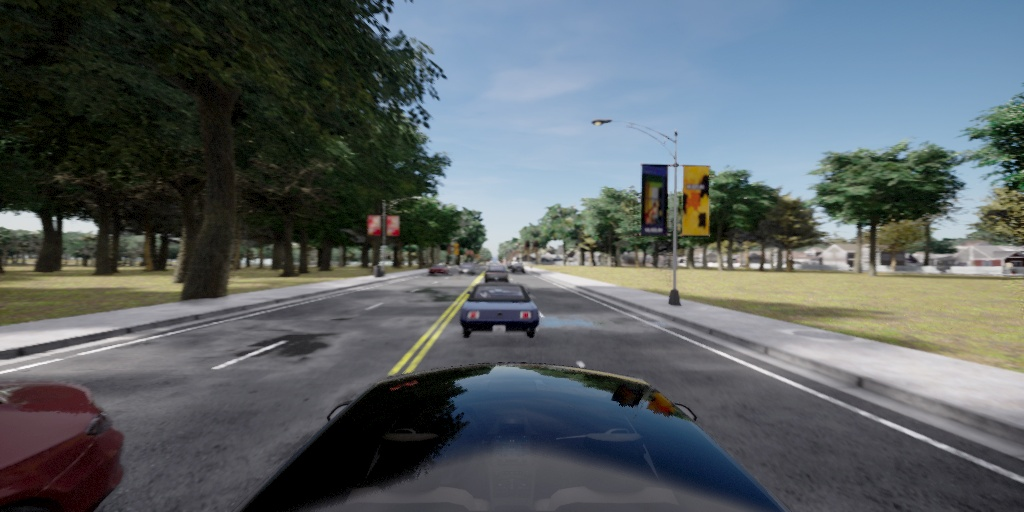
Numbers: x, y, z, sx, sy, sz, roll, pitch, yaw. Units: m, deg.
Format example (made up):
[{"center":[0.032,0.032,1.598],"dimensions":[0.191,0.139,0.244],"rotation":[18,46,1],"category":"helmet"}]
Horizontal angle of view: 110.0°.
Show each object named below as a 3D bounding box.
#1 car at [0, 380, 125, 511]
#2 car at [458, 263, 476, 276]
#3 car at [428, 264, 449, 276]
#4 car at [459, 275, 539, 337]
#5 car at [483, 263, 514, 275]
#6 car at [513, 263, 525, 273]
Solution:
[{"center":[-3.369,1.223,0.404],"dimensions":[1.812,1.442,4.674],"rotation":[1,0,-3],"category":"car"},{"center":[-5.363,1.567,43.241],"dimensions":[2.128,1.511,4.902],"rotation":[1,-1,-2],"category":"car"},{"center":[-8.573,1.625,42.180],"dimensions":[1.895,1.301,4.718],"rotation":[1,-1,-3],"category":"car"},{"center":[-0.393,1.418,10.546],"dimensions":[1.895,1.301,4.718],"rotation":[1,0,-3],"category":"car"},{"center":[-1.227,1.463,28.373],"dimensions":[2.128,1.511,4.902],"rotation":[1,-1,-3],"category":"car"},{"center":[0.866,1.785,53.063],"dimensions":[1.812,1.442,4.674],"rotation":[1,-1,-3],"category":"car"}]
